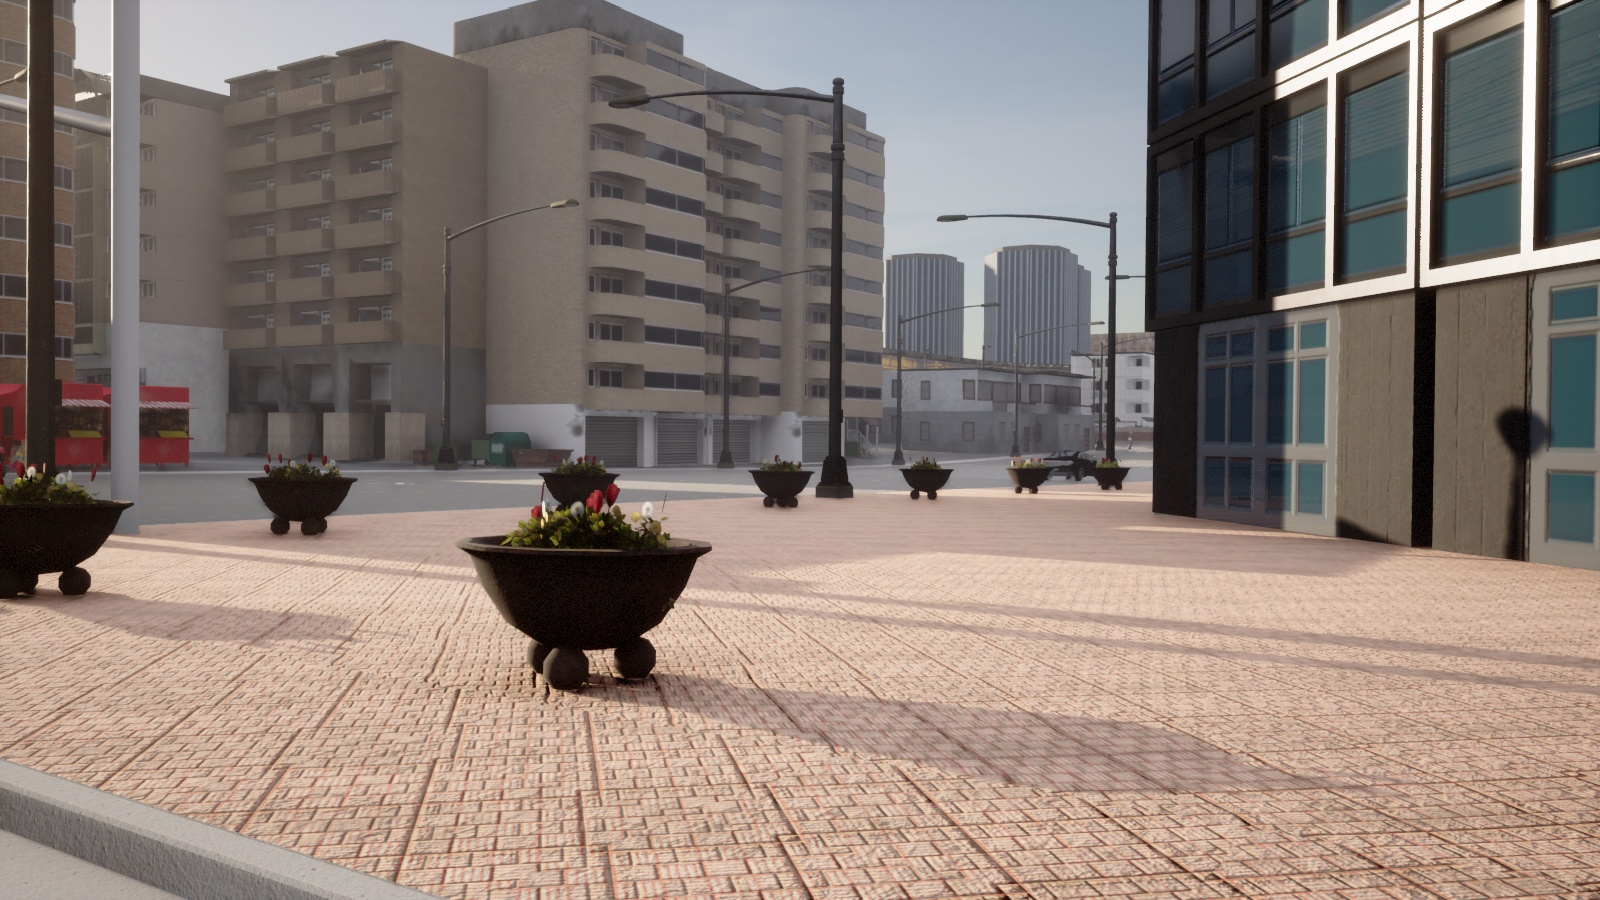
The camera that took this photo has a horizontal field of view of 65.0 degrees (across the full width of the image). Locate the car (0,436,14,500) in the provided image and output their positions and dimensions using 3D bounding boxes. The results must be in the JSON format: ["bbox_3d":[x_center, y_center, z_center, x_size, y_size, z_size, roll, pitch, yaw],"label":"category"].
[{"bbox_3d":[-22.821,0.468,31.628,2.242,1.667,4.611,0,0,33],"label":"car"}]

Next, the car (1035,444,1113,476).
[{"bbox_3d":[13.499,0.480,61.560,2.128,1.511,4.902,0,0,33],"label":"car"}]
